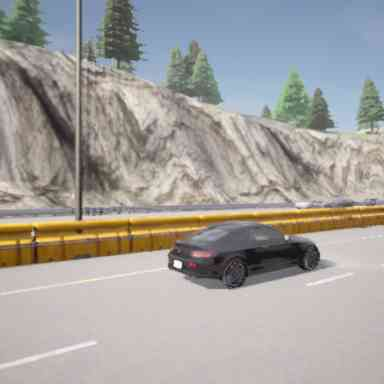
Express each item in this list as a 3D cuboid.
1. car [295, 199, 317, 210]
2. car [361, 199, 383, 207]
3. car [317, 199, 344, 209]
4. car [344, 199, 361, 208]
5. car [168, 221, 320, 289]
[{"bbox_3d":[15.525,1.603,42.656,4.718,1.301,1.895,0,0,-26],"label":"car"},{"bbox_3d":[19.204,1.529,32.742,4.674,1.442,1.812,0,0,-27],"label":"car"},{"bbox_3d":[18.177,1.550,40.080,5.357,1.411,2.033,0,0,-26],"label":"car"},{"bbox_3d":[19.796,1.495,36.940,4.902,1.511,2.128,0,0,-26],"label":"car"},{"bbox_3d":[1.548,1.526,9.159,4.674,1.442,1.812,0,0,-35],"label":"car"}]
